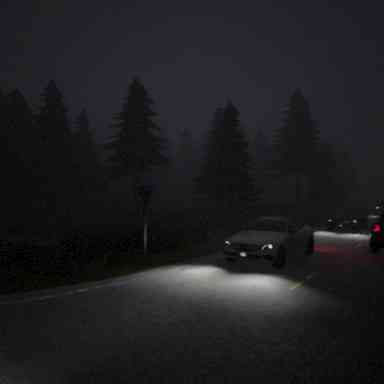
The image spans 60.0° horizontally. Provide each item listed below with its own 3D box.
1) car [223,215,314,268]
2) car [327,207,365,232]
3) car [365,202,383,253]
[{"bbox_3d":[2.861,1.575,11.641,1.812,1.442,4.674,0,-1,36],"label":"car"},{"bbox_3d":[10.207,1.733,21.701,1.812,1.442,4.674,0,-1,36],"label":"car"},{"bbox_3d":[8.681,1.438,13.449,2.097,1.767,4.553,0,-1,37],"label":"car"}]
